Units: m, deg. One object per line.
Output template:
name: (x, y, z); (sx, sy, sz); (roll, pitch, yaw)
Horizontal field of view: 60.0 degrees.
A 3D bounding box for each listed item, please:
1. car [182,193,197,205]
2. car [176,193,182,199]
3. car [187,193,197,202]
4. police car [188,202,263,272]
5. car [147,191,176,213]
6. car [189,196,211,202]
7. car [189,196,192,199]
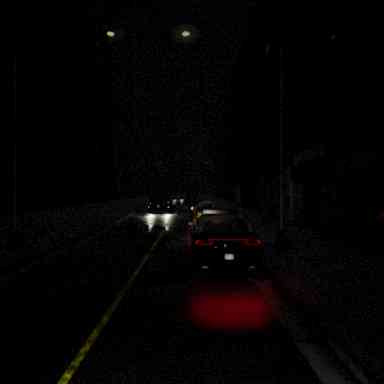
car: (0.007, 0.961, 48.313); (2.097, 1.767, 4.553); (0, 1, 0)
car: (-3.010, 0.858, 74.796); (1.812, 1.442, 4.674); (0, 0, 0)
car: (-0.008, 0.989, 62.309); (1.882, 1.535, 5.008); (0, 0, 0)
police car: (0.899, 1.330, 10.586); (1.930, 1.638, 5.238); (0, 1, 0)
car: (-3.103, 0.939, 33.401); (2.150, 2.045, 5.566); (0, 0, 0)
car: (0.897, 1.274, 20.668); (1.801, 1.575, 5.366); (0, 0, 0)
car: (0.897, 1.298, 26.478); (1.812, 1.442, 4.674); (0, 0, 0)
